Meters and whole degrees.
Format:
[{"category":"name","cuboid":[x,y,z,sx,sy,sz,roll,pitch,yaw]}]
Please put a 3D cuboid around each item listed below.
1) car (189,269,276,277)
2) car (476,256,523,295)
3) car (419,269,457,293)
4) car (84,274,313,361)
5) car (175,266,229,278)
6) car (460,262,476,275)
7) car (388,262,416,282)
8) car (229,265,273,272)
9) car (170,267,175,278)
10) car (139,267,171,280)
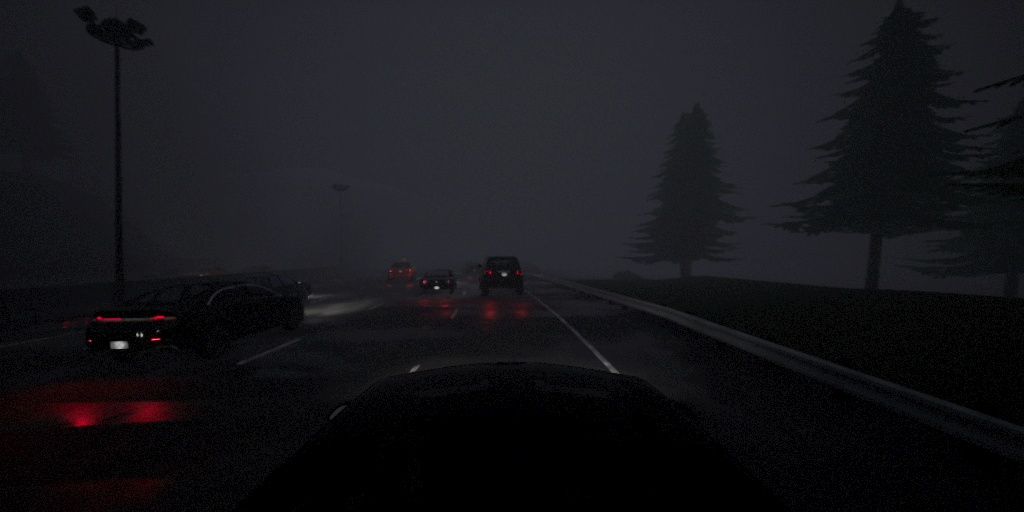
[{"category":"car","cuboid":[-10.800,1.478,15.688,2.033,1.411,5.357,-1,0,-6]},{"category":"car","cuboid":[-0.732,1.022,20.566,2.150,2.045,5.566,0,0,-7]},{"category":"car","cuboid":[-4.353,1.454,21.742,1.895,1.301,4.718,-1,0,-7]},{"category":"car","cuboid":[-7.025,1.355,8.726,2.128,1.511,4.902,-1,0,-3]},{"category":"car","cuboid":[-28.061,1.687,33.151,1.882,1.535,5.008,-1,0,-13]},{"category":"car","cuboid":[-4.826,1.429,42.477,1.812,1.442,4.674,0,0,-15]},{"category":"car","cuboid":[-9.776,1.303,32.189,2.097,1.767,4.553,-1,0,-11]},{"category":"car","cuboid":[-24.883,1.646,34.980,1.882,1.535,5.008,-1,0,-13]},{"category":"car","cuboid":[-32.669,1.846,37.292,1.994,1.385,4.181,-1,0,-14]},{"category":"car","cuboid":[-36.386,1.883,37.892,2.033,1.411,5.357,-1,0,-15]}]
